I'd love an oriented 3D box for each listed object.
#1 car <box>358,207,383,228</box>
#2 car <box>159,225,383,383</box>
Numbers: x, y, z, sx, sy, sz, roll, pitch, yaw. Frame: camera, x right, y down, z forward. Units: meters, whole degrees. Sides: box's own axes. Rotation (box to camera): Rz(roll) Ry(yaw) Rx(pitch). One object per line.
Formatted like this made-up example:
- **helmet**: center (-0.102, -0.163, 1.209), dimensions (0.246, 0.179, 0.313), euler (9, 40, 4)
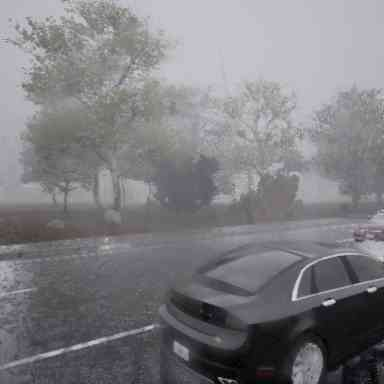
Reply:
- **car**: center (9.123, 1.532, 14.916), dimensions (4.674, 1.442, 1.812), euler (0, 0, -36)
- **car**: center (1.847, 1.508, 5.102), dimensions (4.892, 1.490, 1.837), euler (0, 0, -36)
